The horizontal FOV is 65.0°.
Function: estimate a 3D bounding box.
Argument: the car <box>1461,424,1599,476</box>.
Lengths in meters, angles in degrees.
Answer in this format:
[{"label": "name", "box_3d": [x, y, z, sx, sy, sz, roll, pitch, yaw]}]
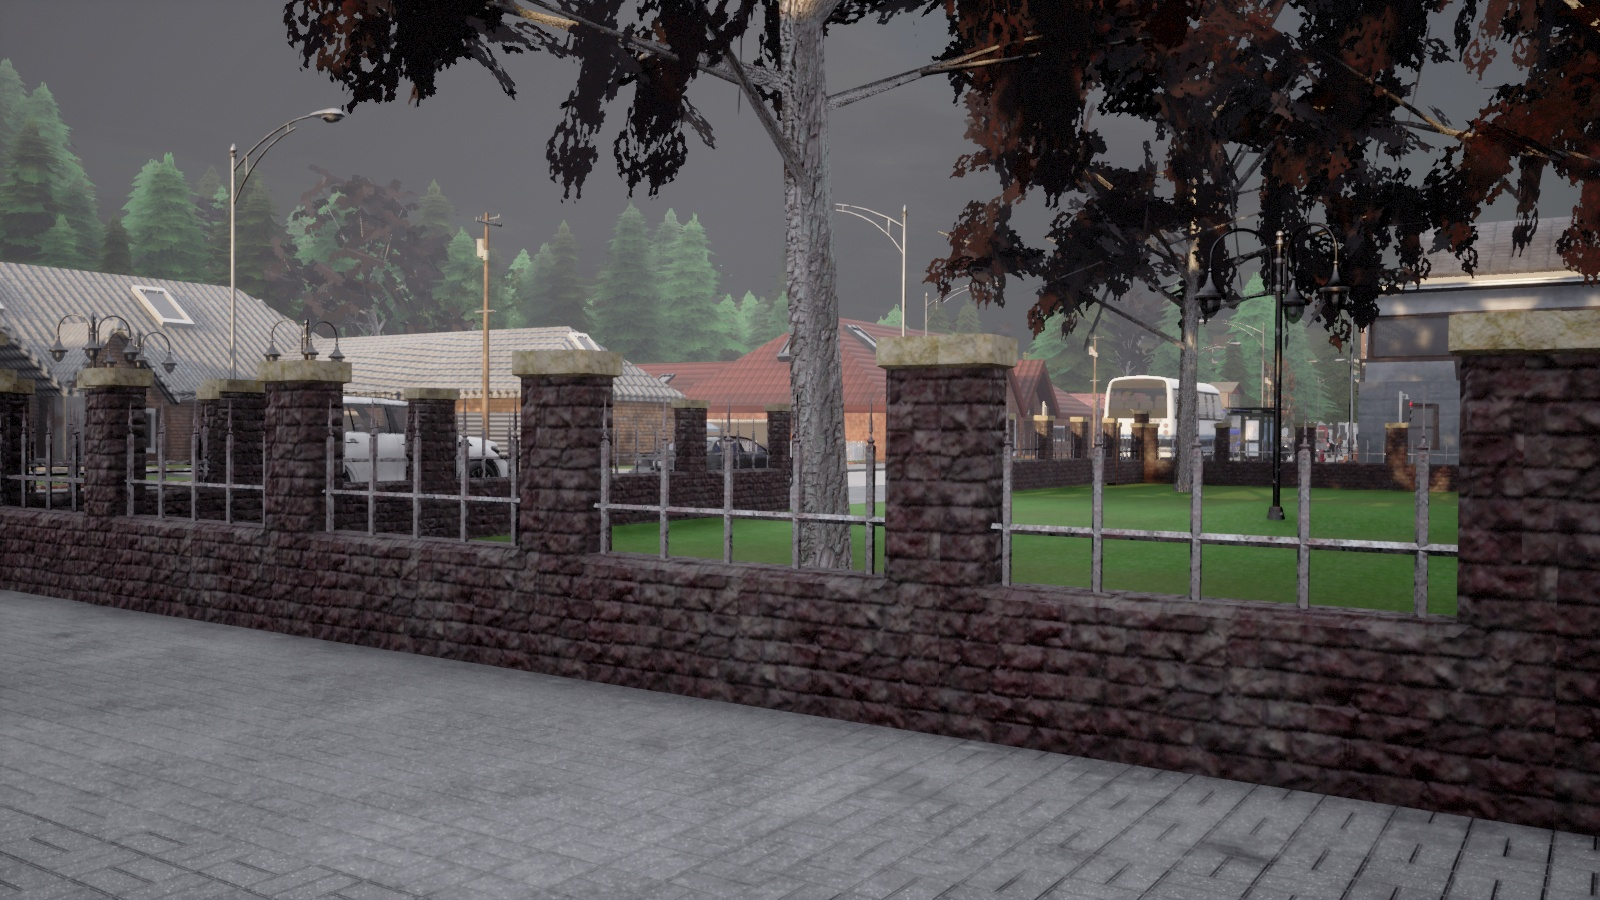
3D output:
[{"label": "car", "box_3d": [23.066, -0.023, 38.337, 5.008, 1.535, 1.882, 0, 1, 30]}]

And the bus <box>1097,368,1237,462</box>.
[{"label": "bus", "box_3d": [18.420, -1.664, 62.408, 3.944, 4.253, 10.273, 0, 1, 32]}]

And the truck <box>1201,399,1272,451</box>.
[{"label": "truck", "box_3d": [30.727, -1.733, 88.221, 2.891, 3.462, 7.936, 0, 1, 33]}]

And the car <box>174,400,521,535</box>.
[{"label": "car", "box_3d": [-7.683, 0.219, 22.017, 2.150, 2.045, 5.566, 0, 1, 32]}]

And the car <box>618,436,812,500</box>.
[{"label": "car", "box_3d": [-1.944, 0.375, 30.879, 2.033, 1.411, 5.357, 0, 1, 31]}]
